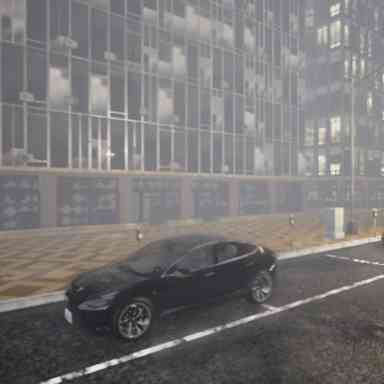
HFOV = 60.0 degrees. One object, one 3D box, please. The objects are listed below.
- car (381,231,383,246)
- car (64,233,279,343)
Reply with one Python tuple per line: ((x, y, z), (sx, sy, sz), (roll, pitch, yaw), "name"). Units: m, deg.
((9.114, 1.479, 13.061), (4.206, 1.307, 1.802), (0, 1, -36), "car")
((-0.152, 1.541, 6.448), (4.313, 1.339, 1.947), (0, 1, -36), "car")
